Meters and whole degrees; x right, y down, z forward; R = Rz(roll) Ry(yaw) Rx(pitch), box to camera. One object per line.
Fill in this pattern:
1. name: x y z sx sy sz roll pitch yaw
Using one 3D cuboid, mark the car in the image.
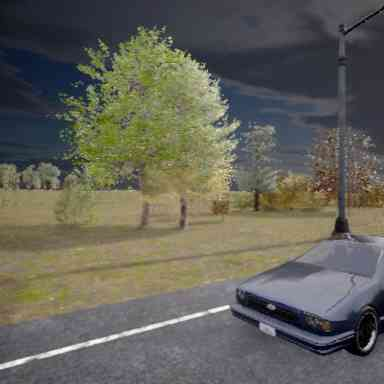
1. car: 3.249 1.562 6.231 5.357 1.411 2.033 0 0 -35
